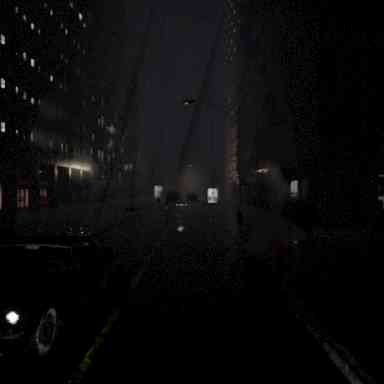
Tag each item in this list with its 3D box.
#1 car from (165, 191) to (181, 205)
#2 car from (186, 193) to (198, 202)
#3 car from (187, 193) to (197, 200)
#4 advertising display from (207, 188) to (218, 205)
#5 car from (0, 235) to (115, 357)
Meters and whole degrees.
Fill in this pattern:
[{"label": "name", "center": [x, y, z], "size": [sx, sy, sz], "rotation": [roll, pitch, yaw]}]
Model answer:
[{"label": "car", "center": [-2.834, 0.857, 49.992], "size": [2.150, 2.045, 5.566], "rotation": [0, 0, 0]}, {"label": "car", "center": [0.019, 0.927, 60.669], "size": [2.097, 1.767, 4.553], "rotation": [0, 0, 0]}, {"label": "car", "center": [-0.017, 0.959, 75.057], "size": [2.033, 1.411, 5.357], "rotation": [0, 0, 0]}, {"label": "advertising display", "center": [3.000, 0.669, 47.951], "size": [1.540, 2.440, 0.280], "rotation": [0, 0, 0]}, {"label": "car", "center": [-2.853, 1.552, 6.087], "size": [1.895, 1.301, 4.718], "rotation": [0, 0, 0]}]
